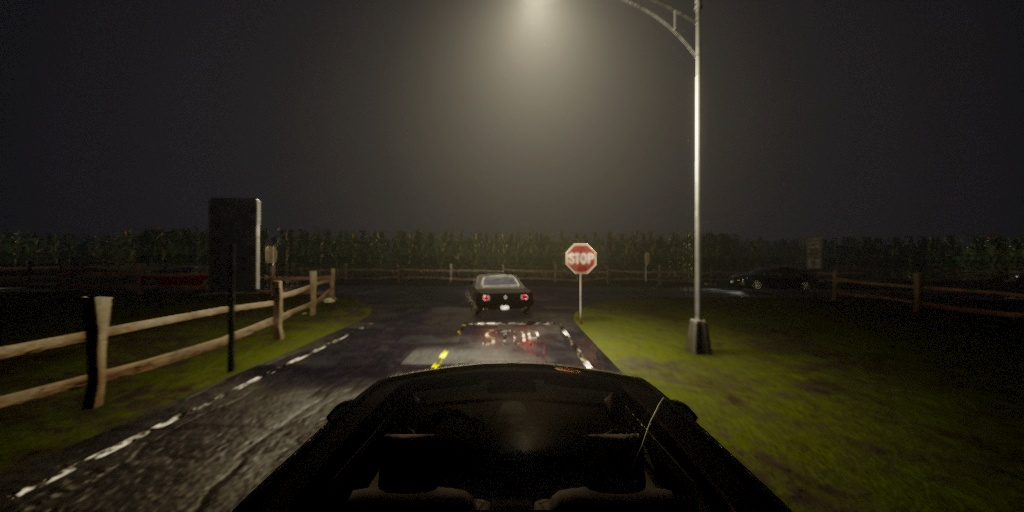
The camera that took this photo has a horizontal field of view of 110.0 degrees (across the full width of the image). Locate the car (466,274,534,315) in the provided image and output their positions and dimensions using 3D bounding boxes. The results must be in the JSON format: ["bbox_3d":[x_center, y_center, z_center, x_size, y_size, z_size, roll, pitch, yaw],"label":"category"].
[{"bbox_3d":[-0.640,1.326,13.424,1.895,1.301,4.718,0,0,-11],"label":"car"}]

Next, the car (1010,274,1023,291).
[{"bbox_3d":[33.930,1.368,22.034,4.553,1.767,2.097,1,-1,0],"label":"car"}]

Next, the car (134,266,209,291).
[{"bbox_3d":[-17.183,1.177,19.376,4.718,1.301,1.895,0,-1,0],"label":"car"}]

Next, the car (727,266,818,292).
[{"bbox_3d":[15.978,1.370,22.142,4.892,1.490,1.837,0,-1,0],"label":"car"}]
